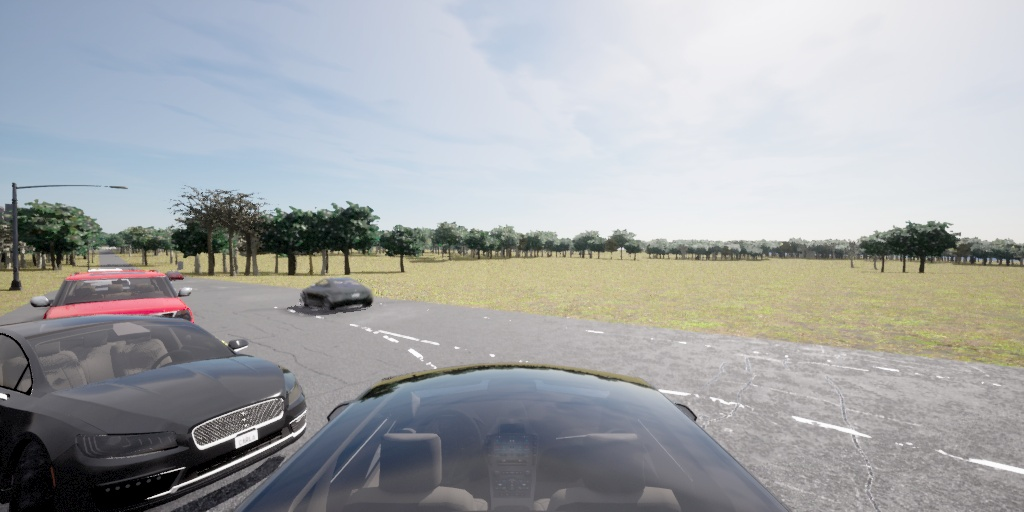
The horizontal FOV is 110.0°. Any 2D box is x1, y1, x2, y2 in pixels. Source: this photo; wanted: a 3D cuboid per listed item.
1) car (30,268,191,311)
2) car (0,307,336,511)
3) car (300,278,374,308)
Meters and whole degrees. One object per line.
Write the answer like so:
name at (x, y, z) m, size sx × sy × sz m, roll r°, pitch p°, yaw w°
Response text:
car at (-9.463, 1.386, 8.636) m, size 5.566 × 2.045 × 2.150 m, roll -2°, pitch 0°, yaw 41°
car at (-4.557, 1.445, 3.985) m, size 4.892 × 1.490 × 1.837 m, roll -3°, pitch -3°, yaw 21°
car at (-8.319, 1.724, 16.914) m, size 4.181 × 1.385 × 1.994 m, roll -2°, pitch 0°, yaw 41°
